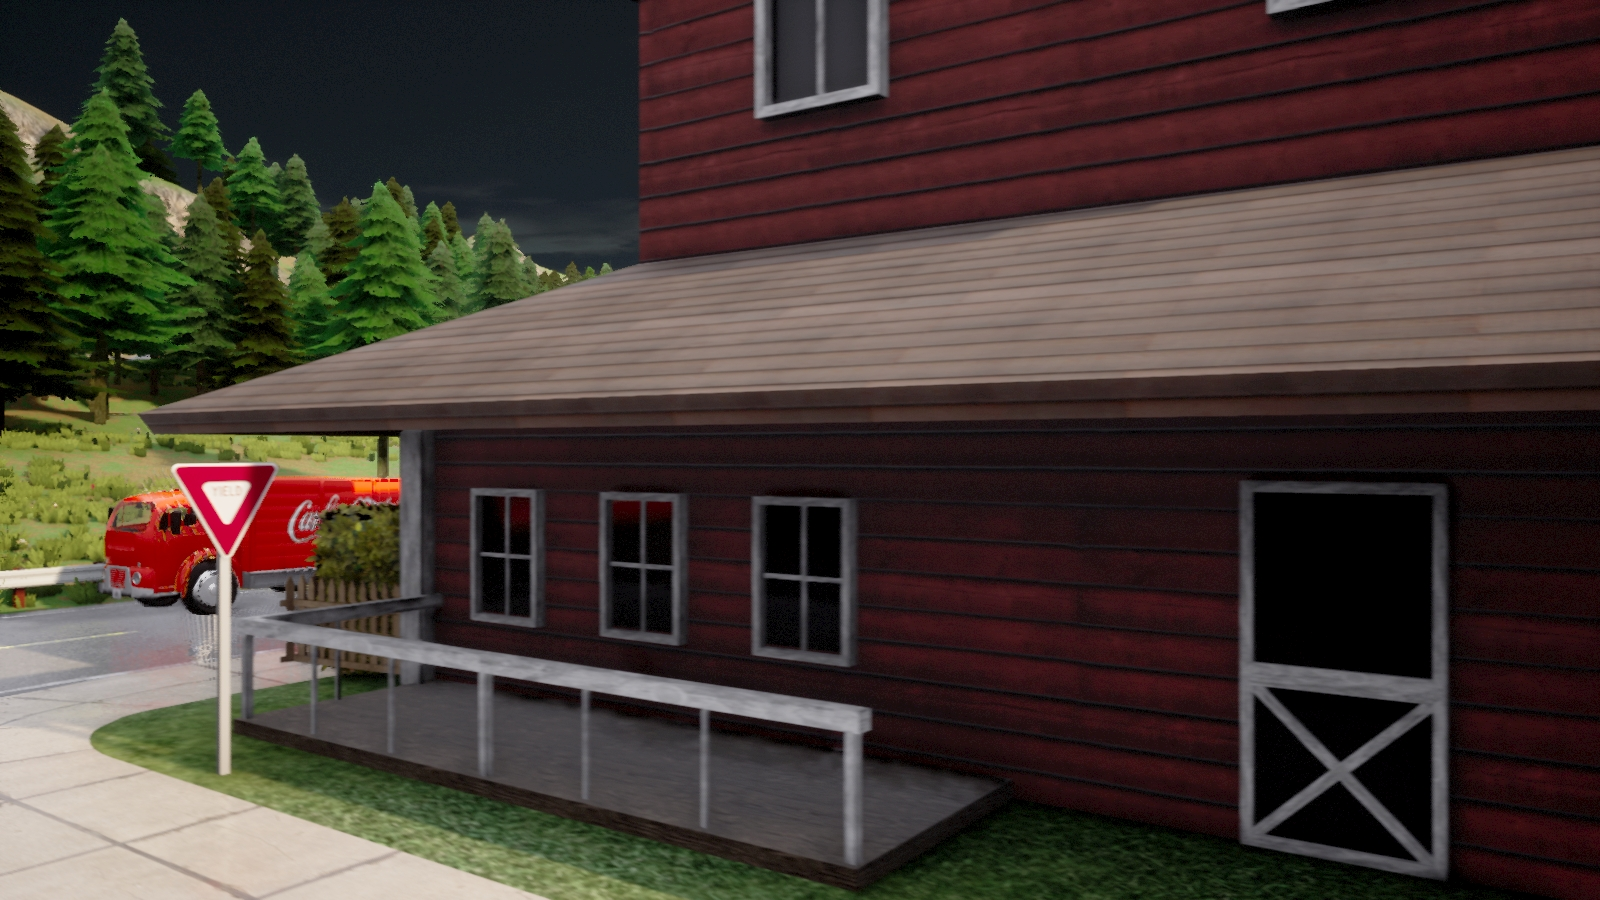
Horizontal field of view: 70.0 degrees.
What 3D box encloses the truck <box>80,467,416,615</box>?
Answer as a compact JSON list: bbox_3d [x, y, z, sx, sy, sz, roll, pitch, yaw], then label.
[{"bbox_3d":[-10.485,1.595,22.127,2.627,2.467,5.204,0,-1,35],"label":"truck"}]
